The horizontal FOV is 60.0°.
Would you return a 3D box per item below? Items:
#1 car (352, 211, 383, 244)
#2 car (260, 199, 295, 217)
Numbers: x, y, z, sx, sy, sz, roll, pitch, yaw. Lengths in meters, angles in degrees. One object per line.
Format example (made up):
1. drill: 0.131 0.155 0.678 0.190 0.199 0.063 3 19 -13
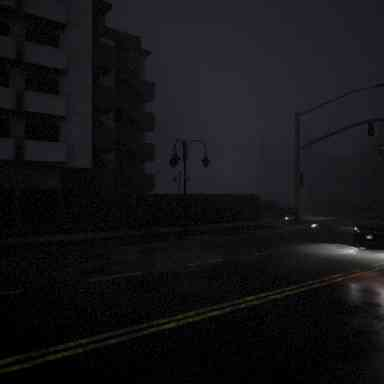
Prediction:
1. car: 8.989 1.526 14.658 4.674 1.442 1.812 0 0 -35
2. car: 7.769 1.478 32.176 1.882 1.535 5.008 0 0 -38
